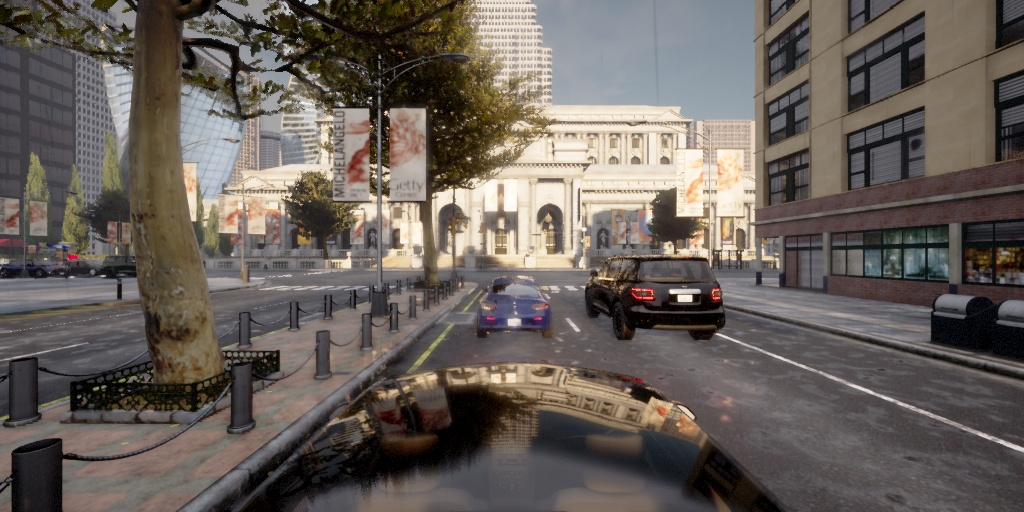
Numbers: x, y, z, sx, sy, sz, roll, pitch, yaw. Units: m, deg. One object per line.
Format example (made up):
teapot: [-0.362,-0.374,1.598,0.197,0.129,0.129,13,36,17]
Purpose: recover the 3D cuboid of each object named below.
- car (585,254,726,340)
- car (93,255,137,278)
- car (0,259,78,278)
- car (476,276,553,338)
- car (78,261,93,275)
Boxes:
car: [3.580,0.971,10.099,2.150,2.045,5.566,0,0,0]
car: [-35.664,0.971,34.155,5.566,2.045,2.150,0,0,0]
car: [-45.075,1.102,34.076,4.553,1.767,2.097,0,0,-2]
car: [0.074,1.276,10.091,1.812,1.442,4.674,0,0,0]
car: [-44.446,1.255,37.599,4.892,1.490,1.837,0,0,-1]
